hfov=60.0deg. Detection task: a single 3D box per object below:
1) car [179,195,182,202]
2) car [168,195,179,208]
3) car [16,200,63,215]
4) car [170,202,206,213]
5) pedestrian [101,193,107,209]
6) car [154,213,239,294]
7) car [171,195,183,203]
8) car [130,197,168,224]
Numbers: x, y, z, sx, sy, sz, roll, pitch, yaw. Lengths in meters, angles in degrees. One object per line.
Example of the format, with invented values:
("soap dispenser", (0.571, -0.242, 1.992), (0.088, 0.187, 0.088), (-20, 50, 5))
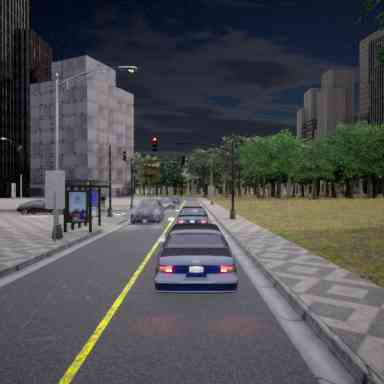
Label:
("car", (-3.143, 1.504, 56.236), (1.994, 1.385, 4.181), (0, 0, 0))
("car", (-3.140, 1.452, 42.970), (2.128, 1.511, 4.902), (0, 0, 0))
("car", (-14.381, 1.478, 32.032), (4.674, 1.442, 1.812), (0, 0, 2))
("car", (0.058, 1.538, 19.287), (2.033, 1.411, 5.357), (0, 0, 1))
("pedestrian", (-10.122, 1.051, 38.143), (0.375, 1.860, 0.375), (0, 0, 1))
("car", (0.084, 1.545, 8.952), (2.033, 1.411, 5.357), (0, 0, 0))
("car", (-3.098, 1.408, 69.304), (2.128, 1.511, 4.902), (0, 0, 0))
("car", (-3.124, 1.338, 24.261), (2.097, 1.767, 4.553), (0, 0, 0))
